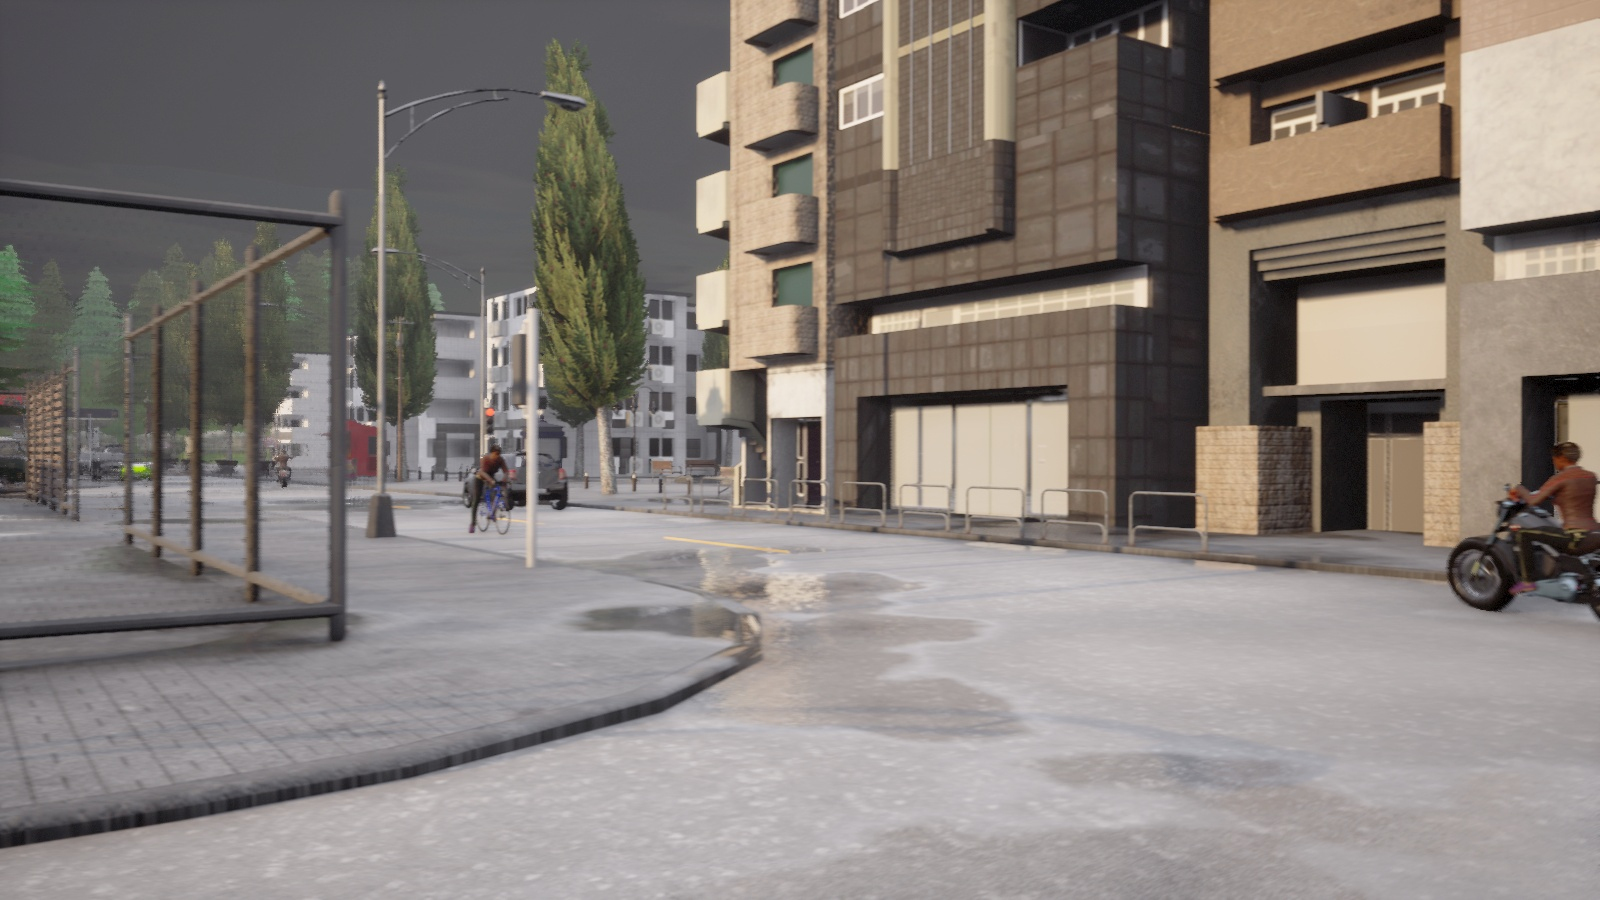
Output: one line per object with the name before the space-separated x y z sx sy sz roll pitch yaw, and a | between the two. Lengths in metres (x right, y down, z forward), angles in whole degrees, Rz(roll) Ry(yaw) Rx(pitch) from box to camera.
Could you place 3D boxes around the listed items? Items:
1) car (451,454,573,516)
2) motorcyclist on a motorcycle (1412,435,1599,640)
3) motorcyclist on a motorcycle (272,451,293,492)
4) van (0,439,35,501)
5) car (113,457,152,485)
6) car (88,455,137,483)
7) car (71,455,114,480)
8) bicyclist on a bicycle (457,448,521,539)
car | -7.534 0.854 32.631 1.845 1.501 3.633 0 0 -35
motorcyclist on a motorcycle | 6.612 0.709 11.211 0.766 1.649 2.350 -2 0 -11
motorcyclist on a motorcycle | -21.551 0.869 52.324 0.766 1.649 2.350 -1 0 -21
van | -27.303 0.654 40.477 4.442 1.987 1.775 0 0 -35
car | -33.232 1.023 62.500 1.481 1.376 2.207 0 -1 -35
car | -37.904 0.999 69.180 1.837 1.490 4.892 0 0 -35
car | -43.644 1.031 77.435 1.837 1.490 4.892 0 0 -35
bicyclist on a bicycle | -5.715 0.766 23.040 0.582 1.620 1.656 0 0 -35
